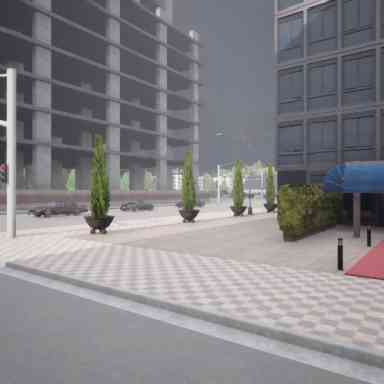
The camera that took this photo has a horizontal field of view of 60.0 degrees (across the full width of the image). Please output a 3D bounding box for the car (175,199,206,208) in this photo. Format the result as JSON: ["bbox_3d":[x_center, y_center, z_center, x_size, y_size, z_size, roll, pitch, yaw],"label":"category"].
[{"bbox_3d":[-0.156,1.547,47.524,2.033,1.411,5.357,0,0,36],"label":"car"}]

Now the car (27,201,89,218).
[{"bbox_3d":[-12.286,1.547,30.892,2.033,1.411,5.357,0,0,36],"label":"car"}]

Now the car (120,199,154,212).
[{"bbox_3d":[-6.409,1.563,38.945,1.994,1.385,4.181,0,0,37],"label":"car"}]
